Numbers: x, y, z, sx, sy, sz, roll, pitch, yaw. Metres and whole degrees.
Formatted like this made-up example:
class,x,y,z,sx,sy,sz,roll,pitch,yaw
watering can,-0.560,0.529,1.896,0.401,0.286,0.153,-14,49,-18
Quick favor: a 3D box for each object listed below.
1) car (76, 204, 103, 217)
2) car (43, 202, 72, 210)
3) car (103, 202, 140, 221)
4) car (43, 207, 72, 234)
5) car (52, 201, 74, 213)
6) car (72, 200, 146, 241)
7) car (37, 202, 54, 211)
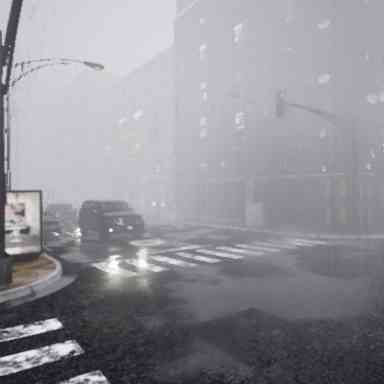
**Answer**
class,x,y,z,sx,sy,sz,roll,pitch,yaw
car,-12.071,2.089,39.070,1.802,1.307,4.206,-2,0,-36
car,-10.485,1.750,26.882,2.097,1.767,4.553,-1,0,-36
car,-6.815,1.817,31.886,1.967,1.590,4.097,-2,0,-36
car,-9.235,1.886,20.499,2.008,1.369,4.403,-2,0,-36
car,-18.663,2.112,48.050,1.967,1.590,4.097,-2,0,-36
car,-4.713,1.476,18.897,2.150,2.045,5.566,-1,0,-36
car,-25.192,2.418,57.072,1.802,1.307,4.206,-2,0,-36
